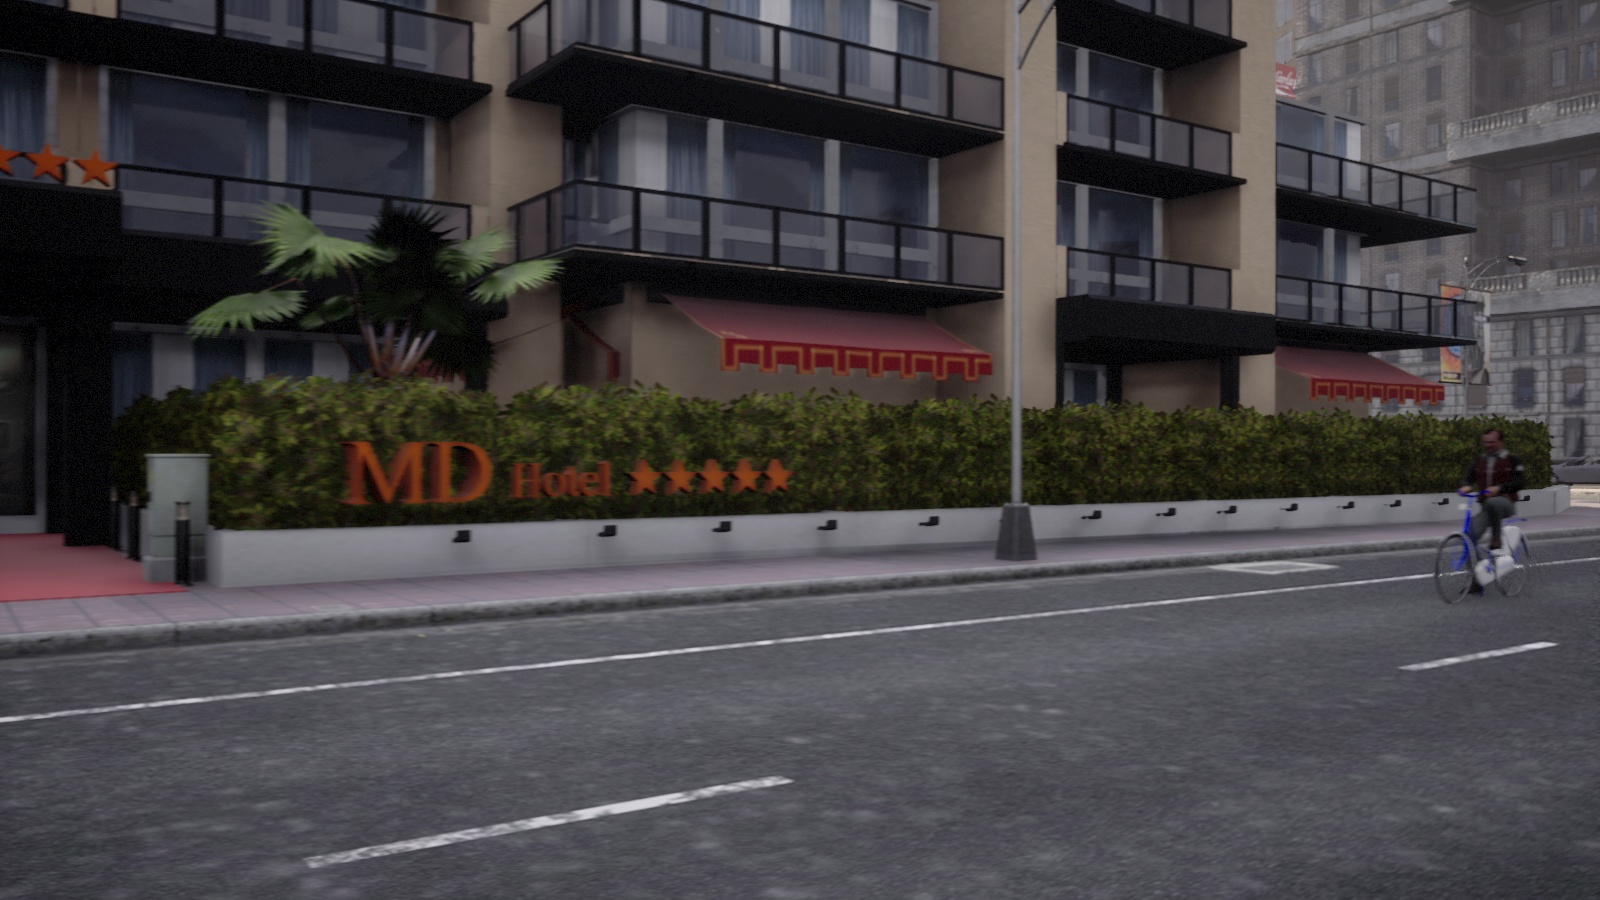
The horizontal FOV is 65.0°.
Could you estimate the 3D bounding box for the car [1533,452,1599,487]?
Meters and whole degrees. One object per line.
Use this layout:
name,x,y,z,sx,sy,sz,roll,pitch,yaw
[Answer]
car,34.366,0.820,54.833,1.845,1.501,3.633,0,0,-35

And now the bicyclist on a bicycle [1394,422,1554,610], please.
bicyclist on a bicycle,6.811,0.632,12.665,1.843,1.776,0.659,0,0,-35
